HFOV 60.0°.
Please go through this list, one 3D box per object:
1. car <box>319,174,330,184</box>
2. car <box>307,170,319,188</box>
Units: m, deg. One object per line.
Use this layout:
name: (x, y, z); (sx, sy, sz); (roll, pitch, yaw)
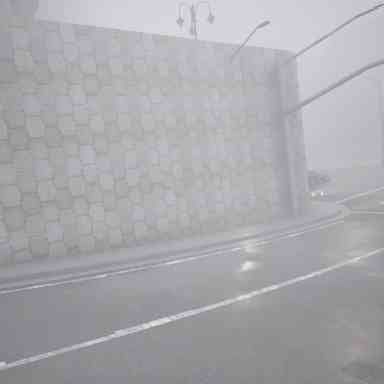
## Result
car: (10.711, -1.344, 31.801); (1.837, 1.490, 4.892); (-11, 6, -34)
car: (8.043, -0.739, 29.593); (2.033, 1.411, 5.357); (-11, 7, -35)
